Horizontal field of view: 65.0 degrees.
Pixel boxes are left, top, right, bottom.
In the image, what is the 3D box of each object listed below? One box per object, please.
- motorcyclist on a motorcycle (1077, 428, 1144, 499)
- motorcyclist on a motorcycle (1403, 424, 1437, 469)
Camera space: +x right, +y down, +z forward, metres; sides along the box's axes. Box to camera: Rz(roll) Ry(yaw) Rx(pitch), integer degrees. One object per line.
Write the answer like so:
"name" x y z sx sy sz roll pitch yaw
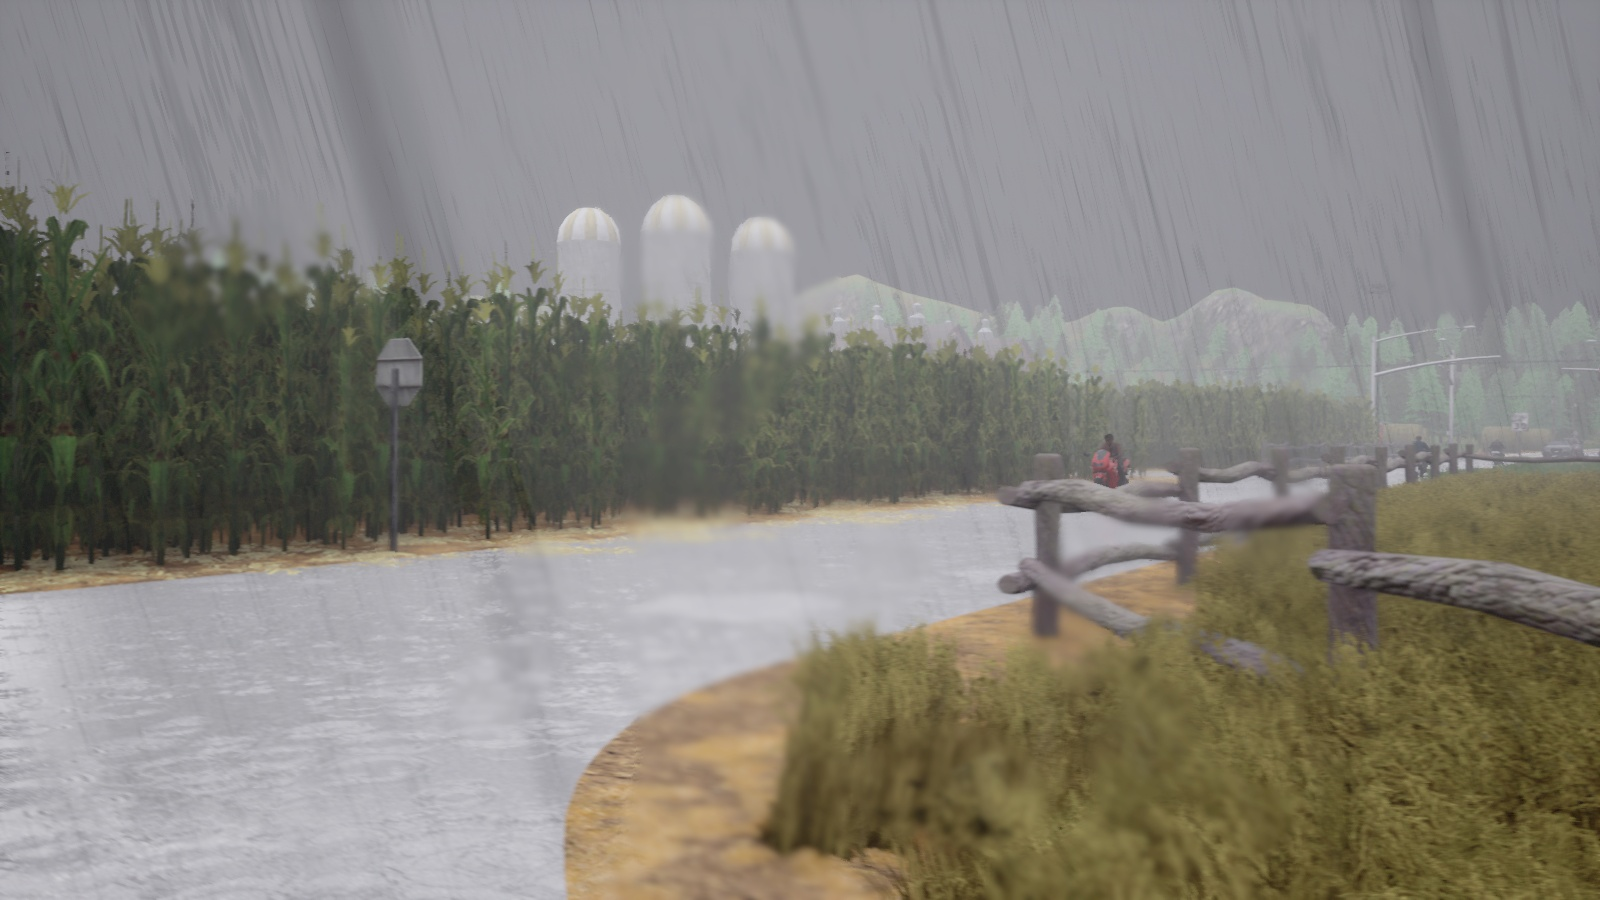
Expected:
"motorcyclist on a motorcycle" 6.894 0.270 27.807 0.797 1.523 2.044 0 1 34
"motorcyclist on a motorcycle" 22.593 -0.148 45.759 0.866 1.590 1.817 0 1 34
